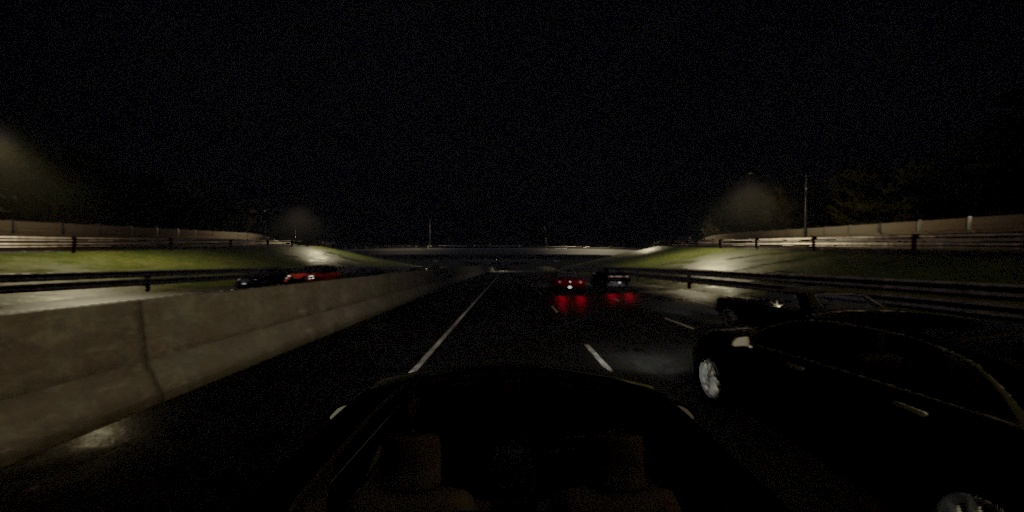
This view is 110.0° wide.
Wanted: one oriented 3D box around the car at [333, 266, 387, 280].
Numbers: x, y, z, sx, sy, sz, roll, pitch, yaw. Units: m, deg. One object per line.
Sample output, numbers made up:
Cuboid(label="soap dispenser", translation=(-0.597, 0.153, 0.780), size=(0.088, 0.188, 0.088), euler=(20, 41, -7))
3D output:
Cuboid(label="car", translation=(-10.663, 1.599, 26.209), size=(2.128, 1.511, 4.902), euler=(0, -1, 0))

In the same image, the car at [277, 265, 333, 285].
Cuboid(label="car", translation=(-14.161, 1.451, 25.744), size=(2.097, 1.767, 4.553), euler=(0, -1, 0))

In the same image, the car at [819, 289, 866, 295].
Cuboid(label="car", translation=(7.089, 1.434, 8.754), size=(1.895, 1.301, 4.718), euler=(0, -1, 0))

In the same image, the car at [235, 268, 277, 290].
Cuboid(label="car", translation=(-17.661, 1.597, 26.092), size=(2.128, 1.511, 4.902), euler=(0, -1, 0))

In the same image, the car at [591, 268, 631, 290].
Cuboid(label="car", translation=(7.033, 1.591, 25.887), size=(2.128, 1.511, 4.902), euler=(0, -1, 0))

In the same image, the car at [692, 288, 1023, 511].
Cuboid(label="car", translation=(3.583, 1.275, 3.399), size=(1.837, 1.490, 4.892), euler=(0, 0, 0))

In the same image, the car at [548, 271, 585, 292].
Cuboid(label="car", translation=(3.541, 1.670, 24.146), size=(1.895, 1.301, 4.718), euler=(0, -1, 0))
